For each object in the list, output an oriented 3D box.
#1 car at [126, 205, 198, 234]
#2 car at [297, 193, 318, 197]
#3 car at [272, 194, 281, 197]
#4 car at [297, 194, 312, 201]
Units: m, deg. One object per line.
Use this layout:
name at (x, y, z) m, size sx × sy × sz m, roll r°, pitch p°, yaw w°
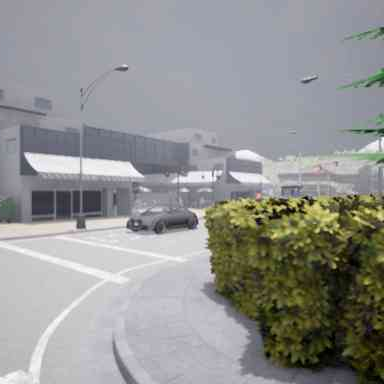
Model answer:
car at (-1.504, 1.391, 17.864) m, size 1.994 × 1.385 × 4.181 m, roll 0°, pitch 0°, yaw 38°
car at (11.551, 1.187, 34.387) m, size 2.097 × 1.767 × 4.553 m, roll 0°, pitch 0°, yaw 39°
car at (19.104, 1.263, 74.664) m, size 1.970 × 1.475 × 3.806 m, roll 0°, pitch 0°, yaw 38°
car at (26.335, 1.329, 77.954) m, size 2.007 × 1.523 × 4.514 m, roll 0°, pitch 0°, yaw 38°
